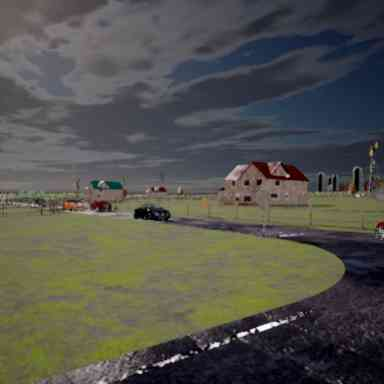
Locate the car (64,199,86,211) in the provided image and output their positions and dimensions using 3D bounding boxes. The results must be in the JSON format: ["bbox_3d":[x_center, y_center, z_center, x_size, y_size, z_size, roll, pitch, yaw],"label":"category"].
[{"bbox_3d":[-16.842,1.817,48.080,2.097,1.767,4.553,1,-1,-35],"label":"car"}]

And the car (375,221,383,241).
[{"bbox_3d":[9.534,1.500,13.642,1.812,1.442,4.674,1,-1,-2],"label":"car"}]

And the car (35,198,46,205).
[{"bbox_3d":[-38.629,2.433,84.627,2.097,1.767,4.553,1,-1,-36],"label":"car"}]

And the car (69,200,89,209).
[{"bbox_3d":[-19.038,2.134,55.859,1.812,1.442,4.674,1,-1,-36],"label":"car"}]

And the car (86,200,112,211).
[{"bbox_3d":[-13.133,1.962,47.770,1.882,1.535,5.008,1,-1,-35],"label":"car"}]

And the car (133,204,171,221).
[{"bbox_3d":[-3.614,1.756,29.639,1.994,1.385,4.181,1,-1,-36],"label":"car"}]

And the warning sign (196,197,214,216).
[{"bbox_3d":[1.226,1.387,32.020,1.300,1.860,1.060,2,-1,-36],"label":"warning sign"}]
